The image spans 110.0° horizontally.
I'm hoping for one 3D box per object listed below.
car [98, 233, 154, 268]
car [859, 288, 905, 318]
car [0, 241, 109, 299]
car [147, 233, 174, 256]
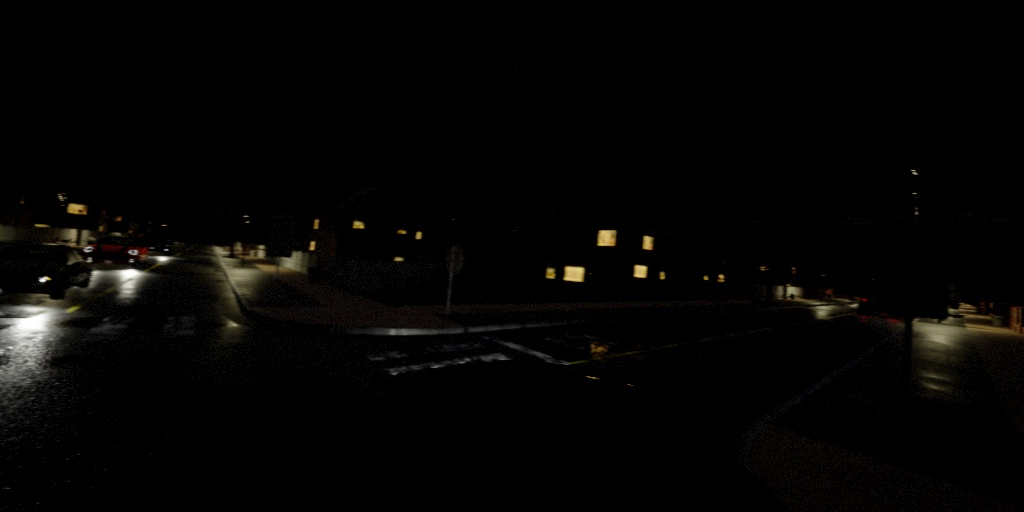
[{"bbox_3d":[-22.112,-0.350,20.154,2.097,1.767,4.553,6,-2,-40],"label":"car"},{"bbox_3d":[29.298,3.648,28.261,5.566,2.045,2.150,5,-1,-36],"label":"car"},{"bbox_3d":[-13.804,0.324,10.347,2.033,1.411,5.357,6,-2,-42],"label":"car"},{"bbox_3d":[-33.994,-1.158,34.301,2.150,2.045,5.566,6,-2,-40],"label":"car"}]
